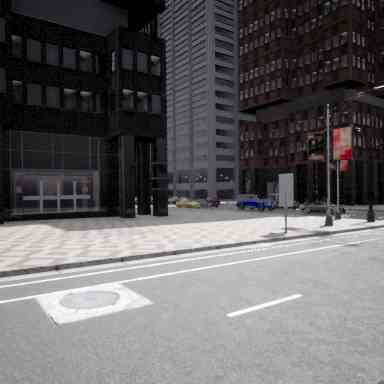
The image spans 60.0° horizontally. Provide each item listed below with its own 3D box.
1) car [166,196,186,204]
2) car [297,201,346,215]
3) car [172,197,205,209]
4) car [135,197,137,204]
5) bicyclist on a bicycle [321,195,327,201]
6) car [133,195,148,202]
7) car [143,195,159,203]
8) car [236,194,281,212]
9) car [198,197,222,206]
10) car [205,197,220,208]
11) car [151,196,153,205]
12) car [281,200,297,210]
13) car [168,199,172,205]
[{"bbox_3d":[-3.291,1.639,67.803,1.752,1.417,4.829,-1,1,-36],"label":"car"},{"bbox_3d":[13.510,1.628,34.222,1.994,1.385,4.181,-1,0,-36],"label":"car"},{"bbox_3d":[-0.570,1.702,49.333,1.752,1.417,4.829,-1,1,-36],"label":"car"},{"bbox_3d":[-10.132,1.822,62.716,1.802,1.307,4.206,-1,1,-36],"label":"car"},{"bbox_3d":[17.393,1.255,43.789,1.656,1.620,0.582,-1,1,-36],"label":"bicyclist on a bicycle"},{"bbox_3d":[-12.655,1.622,80.906,1.967,1.590,4.097,-1,1,-36],"label":"car"},{"bbox_3d":[-9.501,1.598,76.492,1.967,1.590,4.097,-1,1,-36],"label":"car"},{"bbox_3d":[8.006,1.319,41.909,2.150,2.045,5.566,-1,0,-36],"label":"car"},{"bbox_3d":[3.116,1.615,58.837,1.887,1.381,4.507,-1,1,-36],"label":"car"},{"bbox_3d":[2.168,1.697,50.107,1.994,1.385,4.181,-1,0,-35],"label":"car"},{"bbox_3d":[-5.823,1.749,61.423,1.994,1.385,4.181,-1,0,-35],"label":"car"},{"bbox_3d":[11.402,1.550,42.631,1.837,1.490,4.892,-1,0,-35],"label":"car"},{"bbox_3d":[-2.241,1.680,61.659,2.033,1.411,5.357,-1,0,-35],"label":"car"}]
